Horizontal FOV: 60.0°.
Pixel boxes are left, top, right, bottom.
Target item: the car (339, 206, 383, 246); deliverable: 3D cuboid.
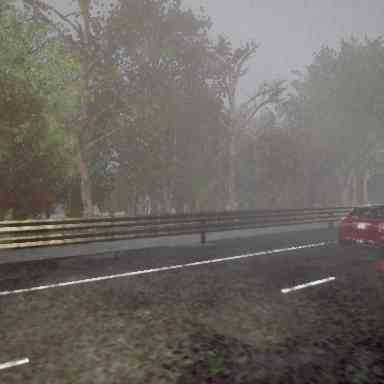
[{"bbox_3d":[8.299,1.369,14.180,4.553,1.767,2.097,0,0,-36],"label":"car"}]
